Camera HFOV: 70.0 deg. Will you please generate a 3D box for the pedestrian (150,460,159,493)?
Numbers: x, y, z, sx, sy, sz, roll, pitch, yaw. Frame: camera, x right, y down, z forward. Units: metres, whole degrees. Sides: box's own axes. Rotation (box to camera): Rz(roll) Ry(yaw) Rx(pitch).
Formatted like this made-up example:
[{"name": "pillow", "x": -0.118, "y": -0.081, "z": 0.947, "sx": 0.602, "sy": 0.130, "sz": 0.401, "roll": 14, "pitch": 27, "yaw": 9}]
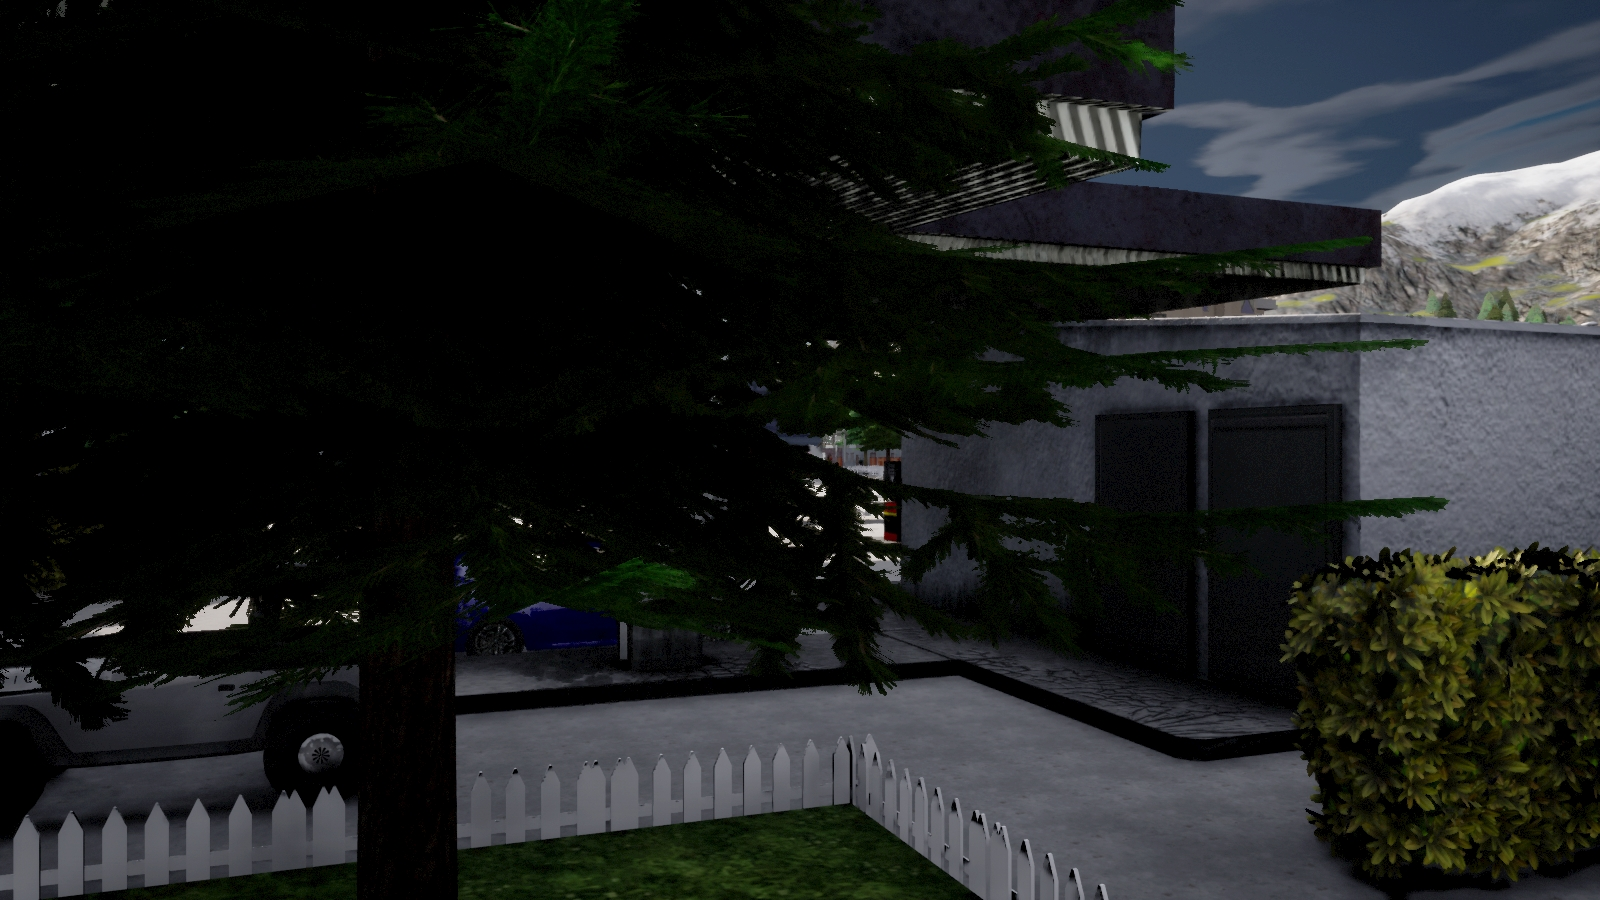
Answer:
[{"name": "pedestrian", "x": -37.050, "y": 1.502, "z": 65.607, "sx": 0.375, "sy": 1.860, "sz": 0.375, "roll": 0, "pitch": 0, "yaw": -21}]
